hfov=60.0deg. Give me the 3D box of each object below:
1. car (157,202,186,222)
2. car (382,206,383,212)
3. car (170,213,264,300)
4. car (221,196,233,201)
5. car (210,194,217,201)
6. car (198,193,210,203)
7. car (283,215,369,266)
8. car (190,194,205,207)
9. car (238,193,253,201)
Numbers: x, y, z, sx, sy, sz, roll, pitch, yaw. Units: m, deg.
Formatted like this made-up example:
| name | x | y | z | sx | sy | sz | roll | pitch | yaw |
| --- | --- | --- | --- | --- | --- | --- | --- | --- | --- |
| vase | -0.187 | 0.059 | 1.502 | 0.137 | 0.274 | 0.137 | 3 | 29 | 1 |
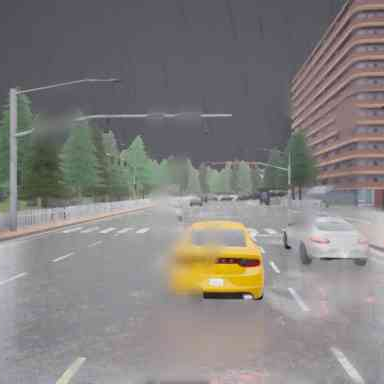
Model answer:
| name | x | y | z | sx | sy | sz | roll | pitch | yaw |
| --- | --- | --- | --- | --- | --- | --- | --- | --- | --- |
| car | -1.533 | 1.534 | 26.450 | 1.812 | 1.442 | 4.674 | 0 | 0 | 5 |
| car | 22.452 | 1.560 | 34.514 | 4.892 | 1.490 | 1.837 | 0 | 0 | 5 |
| car | 0.657 | 1.478 | 8.488 | 1.882 | 1.535 | 5.008 | 0 | 0 | 5 |
| car | 8.845 | 1.595 | 82.600 | 1.895 | 1.301 | 4.718 | 0 | 0 | 24 |
| car | 4.690 | 1.355 | 81.672 | 2.097 | 1.767 | 4.553 | 0 | 0 | 20 |
| car | 2.114 | 1.221 | 69.511 | 2.150 | 2.045 | 5.566 | 0 | 0 | 5 |
| car | 4.436 | 1.526 | 11.521 | 1.812 | 1.442 | 4.674 | 0 | 0 | 5 |
| car | 0.701 | 1.526 | 51.548 | 1.812 | 1.442 | 4.674 | 0 | 0 | 2 |
| car | 12.858 | 1.500 | 82.882 | 1.837 | 1.490 | 4.892 | 0 | 0 | 27 |
